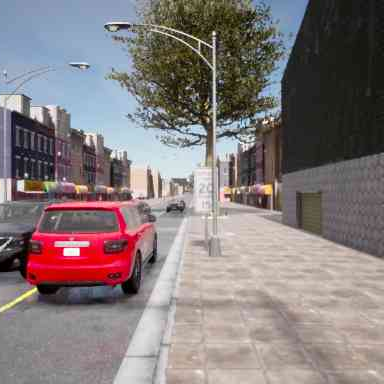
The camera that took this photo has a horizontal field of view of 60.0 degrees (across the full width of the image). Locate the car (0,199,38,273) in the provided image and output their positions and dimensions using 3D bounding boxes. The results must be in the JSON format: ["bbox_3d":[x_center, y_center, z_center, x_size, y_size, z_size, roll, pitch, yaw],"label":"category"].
[{"bbox_3d":[-5.105,1.266,10.532,2.150,2.045,5.566,0,0,0],"label":"car"}]

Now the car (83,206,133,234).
[{"bbox_3d":[-5.013,1.644,20.429,1.994,1.385,4.181,0,0,1],"label":"car"}]

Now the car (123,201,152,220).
[{"bbox_3d":[-4.927,1.622,30.596,1.837,1.490,4.892,0,0,1],"label":"car"}]

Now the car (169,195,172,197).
[{"bbox_3d":[-1.933,1.661,49.602,2.128,1.511,4.902,0,0,1],"label":"car"}]

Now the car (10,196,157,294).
[{"bbox_3d":[-2.265,1.243,8.999,2.150,2.045,5.566,0,0,0],"label":"car"}]

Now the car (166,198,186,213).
[{"bbox_3d":[-1.969,1.658,39.312,1.812,1.442,4.674,0,0,1],"label":"car"}]
